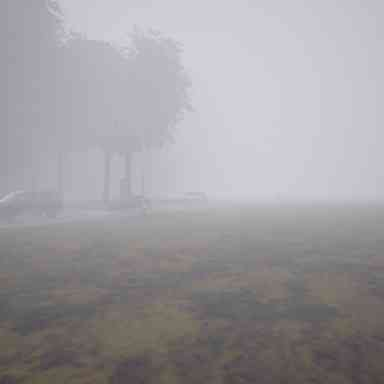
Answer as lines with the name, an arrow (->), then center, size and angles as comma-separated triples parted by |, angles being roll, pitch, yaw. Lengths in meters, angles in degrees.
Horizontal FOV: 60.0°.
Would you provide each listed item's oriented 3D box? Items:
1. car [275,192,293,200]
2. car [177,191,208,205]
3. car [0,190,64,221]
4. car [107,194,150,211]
car -> 16.555, 0.669, 59.650 | 1.895, 1.301, 4.718 | 1, 1, 36
car -> 0.117, 0.691, 41.819 | 2.097, 1.767, 4.553 | 1, 1, 36
car -> -12.293, 0.922, 24.552 | 2.150, 2.045, 5.566 | 1, 2, 34
car -> -6.228, 1.020, 33.020 | 1.837, 1.490, 4.892 | 1, 2, 36
